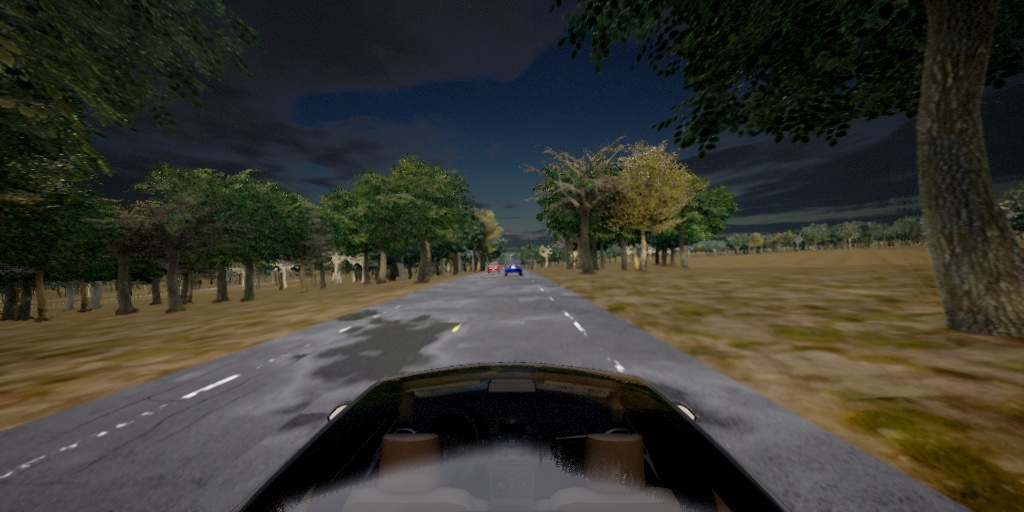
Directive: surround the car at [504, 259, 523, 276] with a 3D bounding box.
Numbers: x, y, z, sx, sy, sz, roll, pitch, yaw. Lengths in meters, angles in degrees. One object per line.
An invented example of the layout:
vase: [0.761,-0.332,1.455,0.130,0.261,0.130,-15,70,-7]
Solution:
car: [0.189,1.500,46.413,2.150,2.045,5.566,-2,-1,0]
